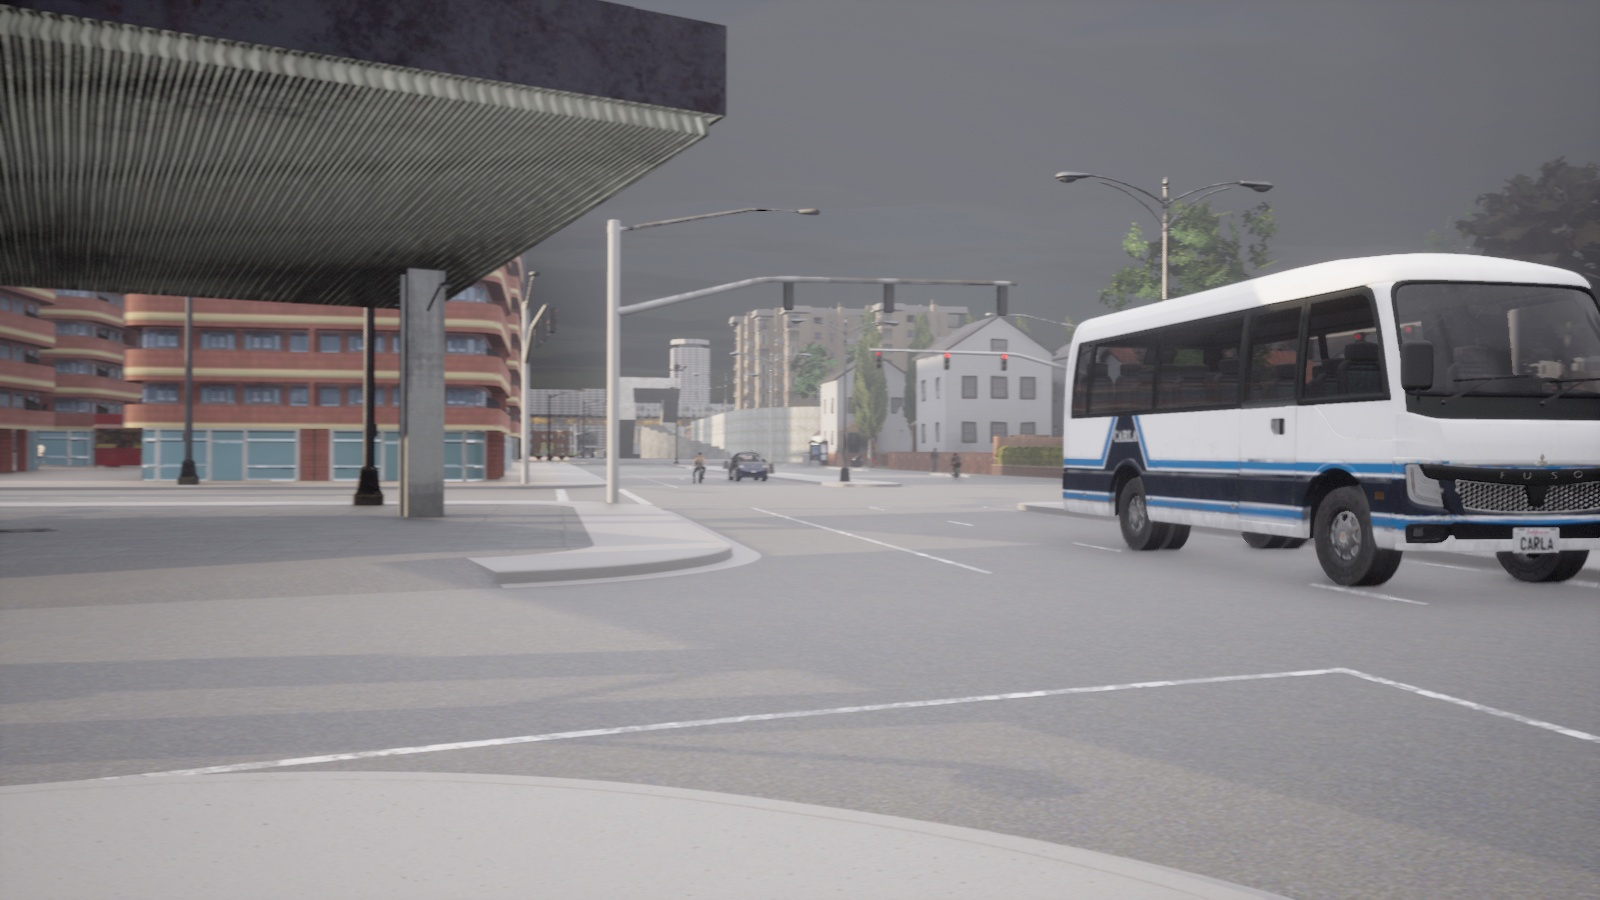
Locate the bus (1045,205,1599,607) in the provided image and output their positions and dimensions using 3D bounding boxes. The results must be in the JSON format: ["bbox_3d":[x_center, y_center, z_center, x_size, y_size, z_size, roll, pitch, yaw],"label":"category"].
[{"bbox_3d":[7.529,-0.456,18.700,3.944,4.253,10.273,0,0,-12],"label":"bus"}]

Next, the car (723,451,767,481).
[{"bbox_3d":[-3.106,0.880,69.976,1.851,1.617,3.988,0,0,-12],"label":"car"}]
